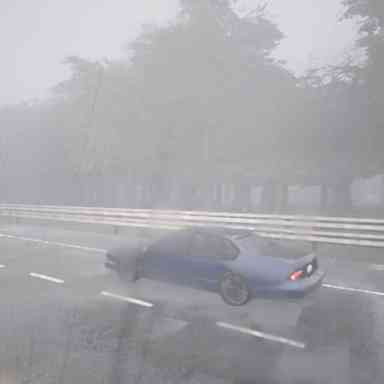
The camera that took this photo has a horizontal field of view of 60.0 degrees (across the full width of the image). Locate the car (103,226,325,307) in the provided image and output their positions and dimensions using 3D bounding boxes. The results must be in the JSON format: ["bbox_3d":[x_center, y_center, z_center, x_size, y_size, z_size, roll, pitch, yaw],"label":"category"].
[{"bbox_3d":[0.255,1.550,7.985,5.357,1.411,2.033,0,0,36],"label":"car"}]
